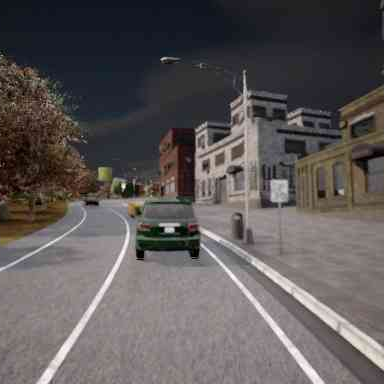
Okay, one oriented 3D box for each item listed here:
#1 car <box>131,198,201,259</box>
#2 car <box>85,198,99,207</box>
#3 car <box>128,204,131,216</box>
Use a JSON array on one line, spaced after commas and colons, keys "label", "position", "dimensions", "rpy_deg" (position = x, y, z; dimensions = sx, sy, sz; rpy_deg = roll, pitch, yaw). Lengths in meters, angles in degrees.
[{"label": "car", "position": [-1.012, 1.252, 12.879], "dimensions": [2.150, 2.045, 5.566], "rpy_deg": [1, 0, -7]}, {"label": "car", "position": [-14.917, 1.491, 49.649], "dimensions": [1.895, 1.301, 4.718], "rpy_deg": [2, 0, -20]}, {"label": "car", "position": [-4.869, 1.548, 31.021], "dimensions": [1.882, 1.535, 5.008], "rpy_deg": [1, 0, -16]}]
